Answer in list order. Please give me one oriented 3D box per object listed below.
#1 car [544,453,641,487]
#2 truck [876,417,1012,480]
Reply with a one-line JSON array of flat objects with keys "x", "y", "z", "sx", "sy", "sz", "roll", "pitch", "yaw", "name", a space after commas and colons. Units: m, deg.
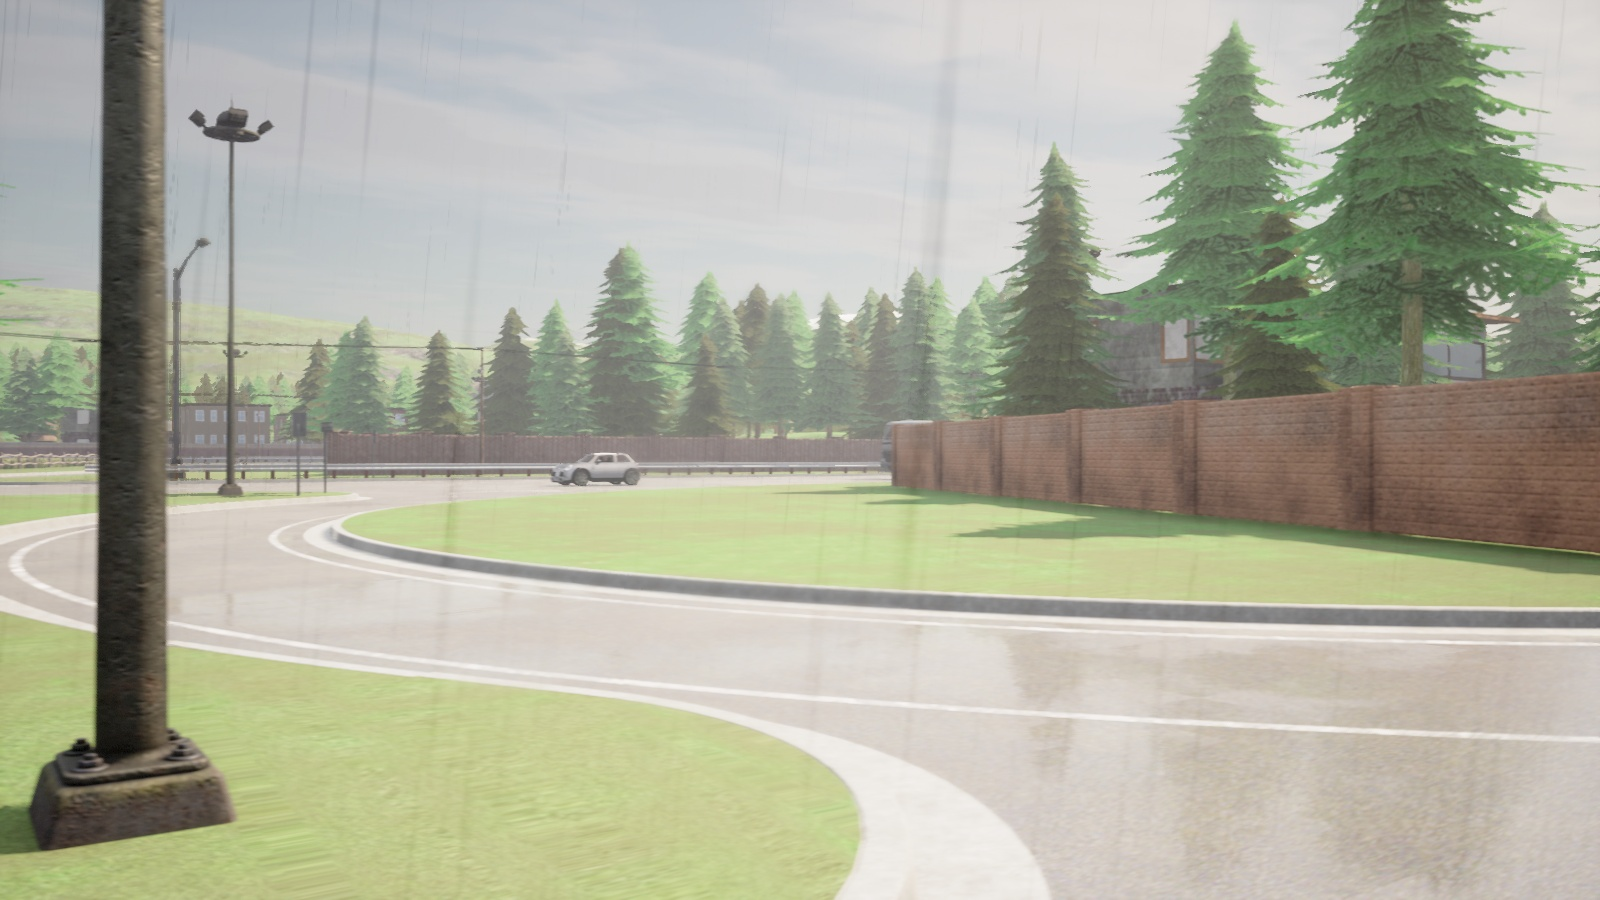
[{"x": -9.324, "y": 0.868, "z": 56.485, "sx": 3.806, "sy": 1.475, "sz": 1.970, "roll": 0, "pitch": 0, "yaw": -35, "name": "car"}, {"x": 8.438, "y": -0.075, "z": 73.195, "sx": 7.936, "sy": 3.462, "sz": 2.891, "roll": 0, "pitch": 0, "yaw": -35, "name": "truck"}]
